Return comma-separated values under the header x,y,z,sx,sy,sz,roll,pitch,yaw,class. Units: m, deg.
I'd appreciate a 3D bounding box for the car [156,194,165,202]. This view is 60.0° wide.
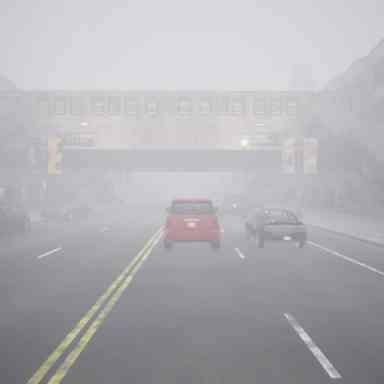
x,y,z,sx,sy,sz,roll,pitch,yaw,class
-6.886,1.308,75.869,2.097,1.767,4.553,0,0,0,car

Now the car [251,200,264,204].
x,y,z,sx,sy,sz,roll,pitch,yaw,class
6.725,1.594,38.584,1.895,1.301,4.718,0,0,0,car

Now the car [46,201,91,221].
x,y,z,sx,sy,sz,roll,pitch,yaw,class
-10.005,1.480,27.355,2.231,1.521,4.892,0,0,10,car

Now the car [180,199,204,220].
x,y,z,sx,sy,sz,roll,pitch,yaw,class
0.000,1.485,29.650,1.882,1.535,5.008,0,0,0,car

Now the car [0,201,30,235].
x,y,z,sx,sy,sz,roll,pitch,yaw,class
-10.040,1.353,16.580,2.185,1.767,4.553,0,0,0,car

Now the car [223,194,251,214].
x,y,z,sx,sy,sz,roll,pitch,yaw,class
3.500,1.258,29.679,2.150,2.045,5.566,0,0,0,car

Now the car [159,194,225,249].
x,y,z,sx,sy,sz,roll,pitch,yaw,class
0.000,1.258,14.680,2.150,2.045,5.566,0,0,0,car

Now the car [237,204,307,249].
x,y,z,sx,sy,sz,roll,pitch,yaw,class
3.500,1.495,14.650,2.128,1.511,4.902,0,0,0,car

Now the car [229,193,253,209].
x,y,z,sx,sy,sz,roll,pitch,yaw,class
6.680,1.228,45.981,2.435,2.045,5.566,0,0,0,car
